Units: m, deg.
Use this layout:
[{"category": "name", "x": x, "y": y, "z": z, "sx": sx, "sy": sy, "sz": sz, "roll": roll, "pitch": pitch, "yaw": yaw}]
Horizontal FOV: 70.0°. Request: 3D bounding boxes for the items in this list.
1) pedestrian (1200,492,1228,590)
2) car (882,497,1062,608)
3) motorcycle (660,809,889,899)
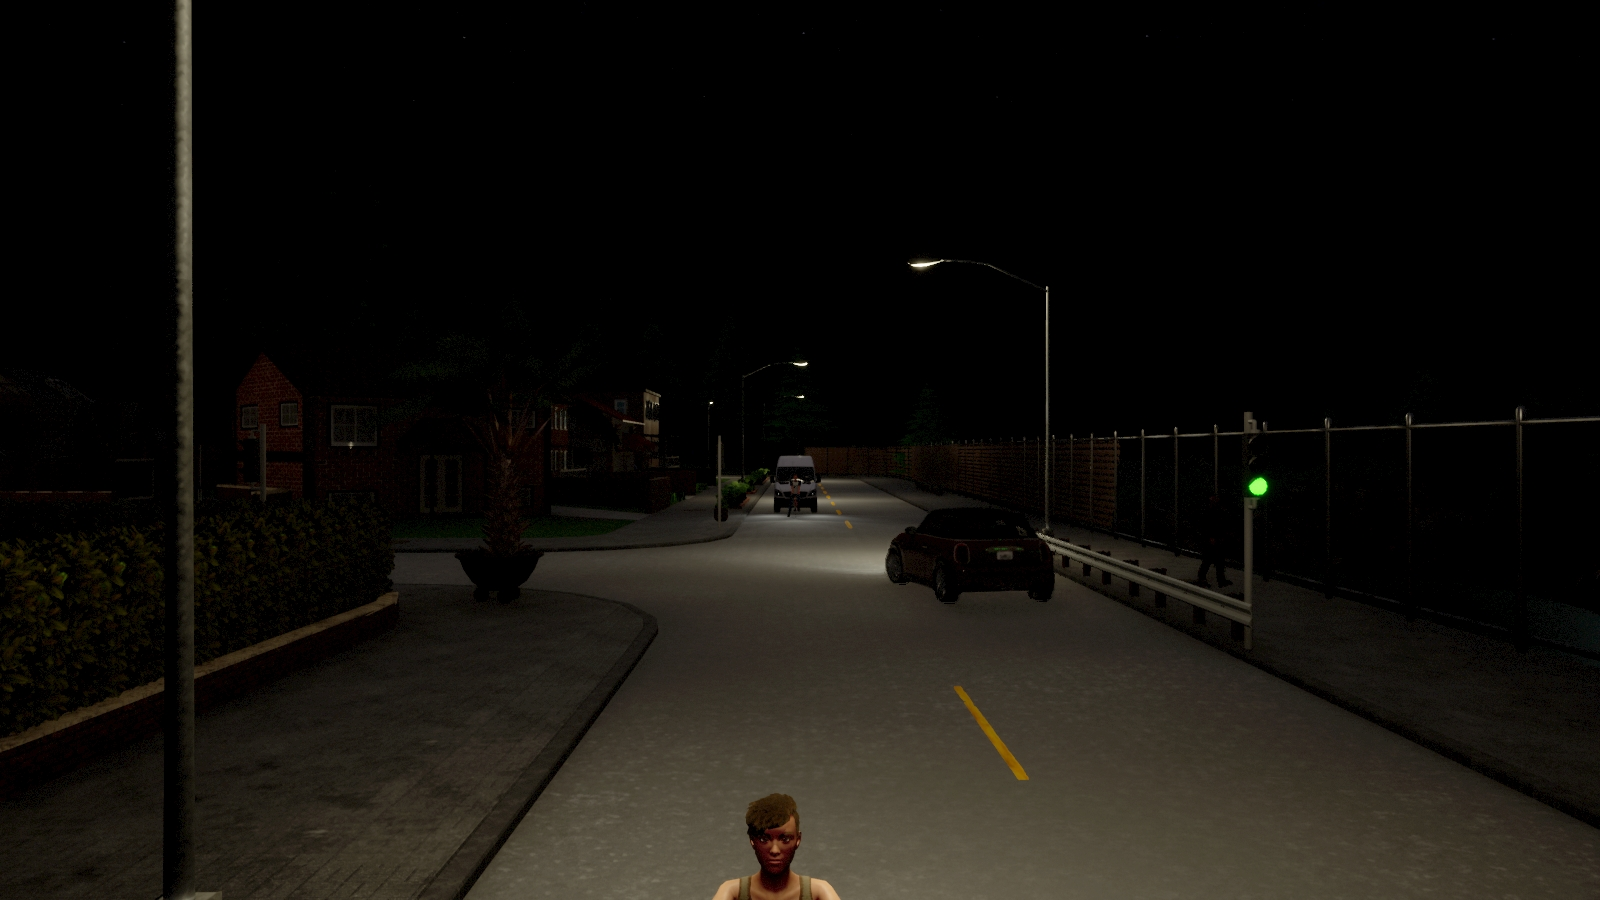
[{"category": "pedestrian", "x": 8.034, "y": 1.753, "z": 22.158, "sx": 0.375, "sy": 1.860, "sz": 0.375, "roll": 0, "pitch": 0, "yaw": -39}, {"category": "car", "x": 3.246, "y": 1.914, "z": 22.642, "sx": 2.097, "sy": 1.767, "sz": 4.553, "roll": 0, "pitch": 0, "yaw": -12}, {"category": "motorcycle", "x": -0.084, "y": 2.157, "z": 3.590, "sx": 0.764, "sy": 1.307, "sz": 2.356, "roll": 0, "pitch": 0, "yaw": -1}]
